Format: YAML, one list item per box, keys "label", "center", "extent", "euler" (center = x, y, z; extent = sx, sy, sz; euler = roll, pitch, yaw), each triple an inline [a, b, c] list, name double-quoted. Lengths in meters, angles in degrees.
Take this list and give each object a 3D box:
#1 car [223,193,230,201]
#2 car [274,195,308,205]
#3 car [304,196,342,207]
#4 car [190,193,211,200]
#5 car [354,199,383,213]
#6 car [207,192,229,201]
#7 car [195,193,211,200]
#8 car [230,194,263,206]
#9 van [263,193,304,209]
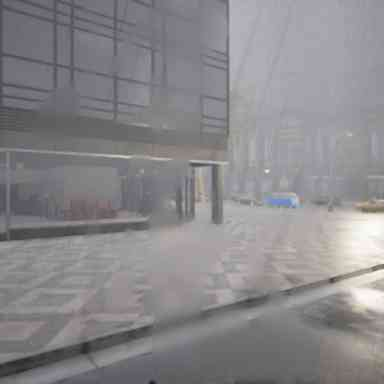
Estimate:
- label: "car"
  center: [8.119, 0.996, 58.350]
  extent: [2.008, 1.369, 4.403]
  euler: [1, 0, -35]
- label: "car"
  center: [14.587, 1.146, 49.160]
  extent: [1.887, 1.381, 4.507]
  euler: [1, 0, -35]
- label: "car"
  center: [17.819, 1.238, 44.567]
  extent: [1.947, 1.339, 4.313]
  euler: [1, 0, -35]
- label: "car"
  center: [1.652, 0.832, 67.536]
  extent: [2.008, 1.369, 4.403]
  euler: [1, 0, -35]
- label: "car"
  center: [17.419, 1.337, 30.321]
  extent: [1.752, 1.417, 4.829]
  euler: [1, 0, -35]
- label: "car"
  center: [4.887, 0.803, 62.943]
  extent: [1.967, 1.590, 4.097]
  euler: [1, 0, -35]
- label: "car"
  center: [1.249, 0.990, 53.298]
  extent: [1.752, 1.417, 4.829]
  euler: [1, 0, -35]
- label: "car"
  center: [7.619, 1.169, 44.246]
  extent: [2.008, 1.369, 4.403]
  euler: [1, 0, -35]
- label: "van"
  center: [10.854, 1.030, 39.652]
  extent: [1.690, 1.788, 3.998]
  euler: [1, 0, -35]
